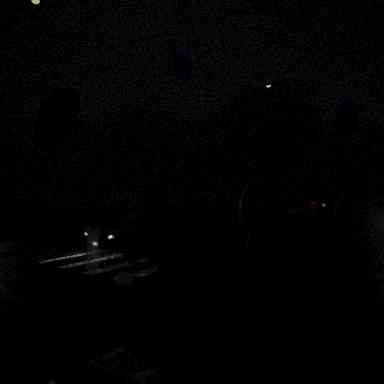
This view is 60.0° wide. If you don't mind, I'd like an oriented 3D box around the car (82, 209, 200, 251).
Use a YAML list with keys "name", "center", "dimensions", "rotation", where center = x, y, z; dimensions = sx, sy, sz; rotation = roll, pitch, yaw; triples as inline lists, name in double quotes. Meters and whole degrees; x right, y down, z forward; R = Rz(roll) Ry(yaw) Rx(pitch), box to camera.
- name: "car"
  center: [-1.834, 1.430, 13.892]
  dimensions: [2.033, 1.411, 5.357]
  rotation: [0, 0, 37]

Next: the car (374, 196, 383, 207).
- name: "car"
  center: [28.094, 1.349, 48.875]
  dimensions: [1.882, 1.535, 5.008]
  rotation: [0, 0, 37]

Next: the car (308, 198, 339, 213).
- name: "car"
  center: [13.731, 1.370, 34.621]
  dimensions: [1.994, 1.385, 4.181]
  rotation: [0, 0, 37]

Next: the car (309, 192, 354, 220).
- name: "car"
  center: [11.219, 1.044, 26.377]
  dimensions: [2.150, 2.045, 5.566]
  rotation: [0, 0, 37]
